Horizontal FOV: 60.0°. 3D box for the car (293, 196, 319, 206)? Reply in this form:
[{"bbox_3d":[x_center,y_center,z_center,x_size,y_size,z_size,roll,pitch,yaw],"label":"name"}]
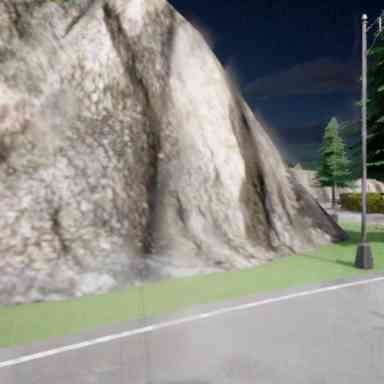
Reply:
[{"bbox_3d":[18.955,1.435,55.433,5.008,1.535,1.882,0,0,-31],"label":"car"}]

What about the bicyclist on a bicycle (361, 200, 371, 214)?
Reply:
[{"bbox_3d":[17.579,1.434,33.595,1.656,1.620,0.582,0,0,-27],"label":"bicyclist on a bicycle"}]

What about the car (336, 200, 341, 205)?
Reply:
[{"bbox_3d":[26.134,1.566,55.097,4.718,1.301,1.895,0,0,-27],"label":"car"}]
